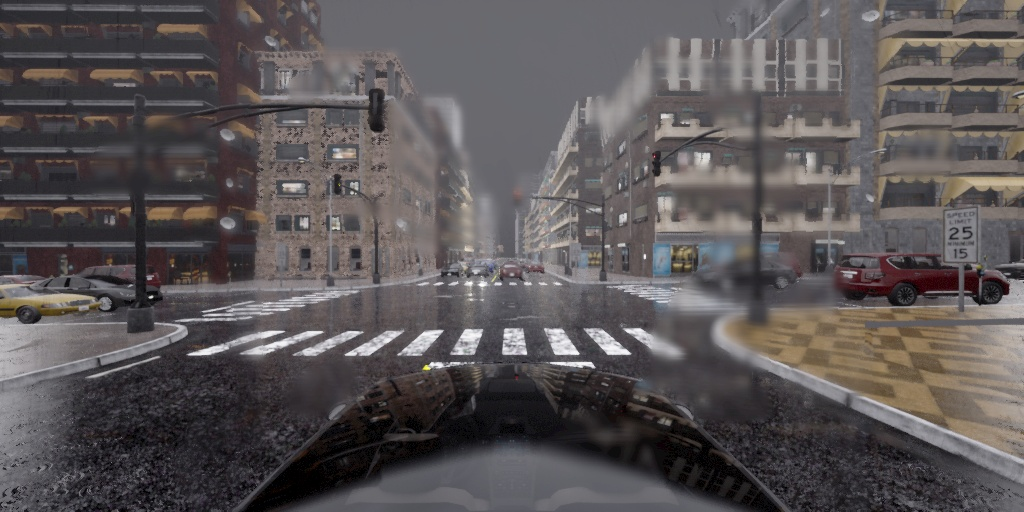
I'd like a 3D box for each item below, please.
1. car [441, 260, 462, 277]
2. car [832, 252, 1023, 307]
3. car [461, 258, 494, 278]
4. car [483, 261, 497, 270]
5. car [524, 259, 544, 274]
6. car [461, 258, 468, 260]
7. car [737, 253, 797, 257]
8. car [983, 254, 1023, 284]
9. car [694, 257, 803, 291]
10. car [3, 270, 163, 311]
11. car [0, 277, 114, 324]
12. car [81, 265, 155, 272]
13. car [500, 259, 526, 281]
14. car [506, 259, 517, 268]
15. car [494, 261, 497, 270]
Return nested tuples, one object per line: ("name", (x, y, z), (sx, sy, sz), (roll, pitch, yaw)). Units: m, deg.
("car", (-5.765, 1.321, 35.109), (1.948, 1.339, 4.313), (0, 0, 0))
("car", (14.685, 0.774, 13.112), (5.009, 1.841, 2.192), (0, 0, -1))
("car", (-3.172, 1.246, 33.985), (2.128, 1.511, 4.902), (0, 0, 0))
("car", (-3.208, 1.363, 53.404), (1.895, 1.301, 4.718), (0, 0, 0))
("car", (2.603, 1.197, 40.812), (1.967, 1.591, 4.097), (0, 0, 0))
("car", (-5.777, 1.282, 40.621), (1.751, 1.417, 4.829), (0, 0, 0))
("car", (14.532, 0.758, 21.490), (5.009, 1.841, 2.192), (0, 0, -1))
("car", (28.752, 0.660, 19.054), (5.008, 1.535, 1.882), (-1, 0, -1))
("car", (12.208, 0.997, 18.874), (4.892, 1.490, 1.837), (-1, 0, -1))
("car", (-17.898, 1.560, 15.340), (4.892, 1.490, 1.837), (-1, 0, -1))
("car", (-17.654, 1.585, 12.756), (4.829, 1.417, 1.751), (0, 0, -1))
("car", (-23.642, 1.462, 21.038), (5.009, 1.841, 2.192), (0, 0, -1))
("car", (-0.039, 1.279, 30.536), (1.812, 1.442, 4.674), (0, 0, -1))
("car", (-0.039, 1.273, 63.622), (1.837, 1.490, 4.892), (0, 0, 0))
("car", (-3.192, 1.236, 43.407), (1.882, 1.535, 5.008), (0, 0, 0))
